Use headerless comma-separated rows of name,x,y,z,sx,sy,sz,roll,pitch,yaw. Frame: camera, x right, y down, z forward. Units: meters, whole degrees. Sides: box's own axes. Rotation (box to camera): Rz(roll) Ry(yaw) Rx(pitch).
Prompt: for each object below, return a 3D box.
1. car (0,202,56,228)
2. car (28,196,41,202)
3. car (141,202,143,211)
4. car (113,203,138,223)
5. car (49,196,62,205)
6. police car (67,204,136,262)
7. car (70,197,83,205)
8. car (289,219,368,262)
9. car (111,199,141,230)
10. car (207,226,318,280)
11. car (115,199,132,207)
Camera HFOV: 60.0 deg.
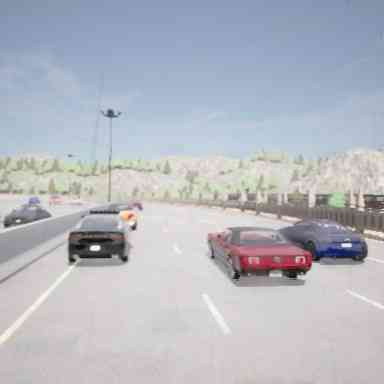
car,-10.812,1.581,22.142,1.994,1.385,4.181,1,-1,-9
car,-28.595,1.534,60.381,1.882,1.535,5.008,1,0,-27
car,-7.902,1.804,46.185,1.812,1.442,4.674,1,0,-16
car,-5.576,1.685,28.219,1.812,1.442,4.674,1,-1,-8
car,-25.191,1.478,61.388,2.097,1.767,4.553,1,-1,-27
police car,-3.260,1.483,12.500,1.930,1.638,5.238,1,-1,-8
car,-21.617,1.716,62.135,1.812,1.442,4.674,1,-1,-26
car,4.883,1.763,13.114,1.994,1.385,4.181,1,-1,-8
car,-4.696,1.471,22.255,2.097,1.767,4.553,1,-1,-8
car,1.749,1.723,10.377,1.895,1.301,4.718,1,-1,-8
car,-11.962,1.917,58.049,1.895,1.301,4.718,1,-1,-25
